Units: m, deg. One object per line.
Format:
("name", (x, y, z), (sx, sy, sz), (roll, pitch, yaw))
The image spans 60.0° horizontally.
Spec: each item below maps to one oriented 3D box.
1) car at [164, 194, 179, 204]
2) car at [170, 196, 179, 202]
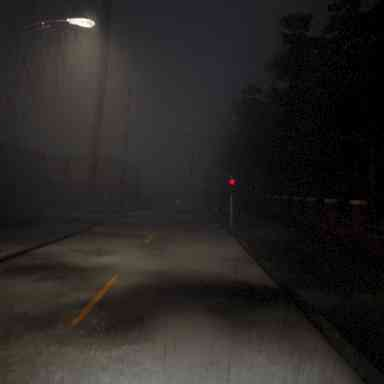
("car", (-4.012, 1.200, 62.022), (2.097, 1.767, 4.553), (0, 0, 0))
("car", (-3.998, 1.573, 77.416), (1.994, 1.385, 4.181), (0, 0, 0))
